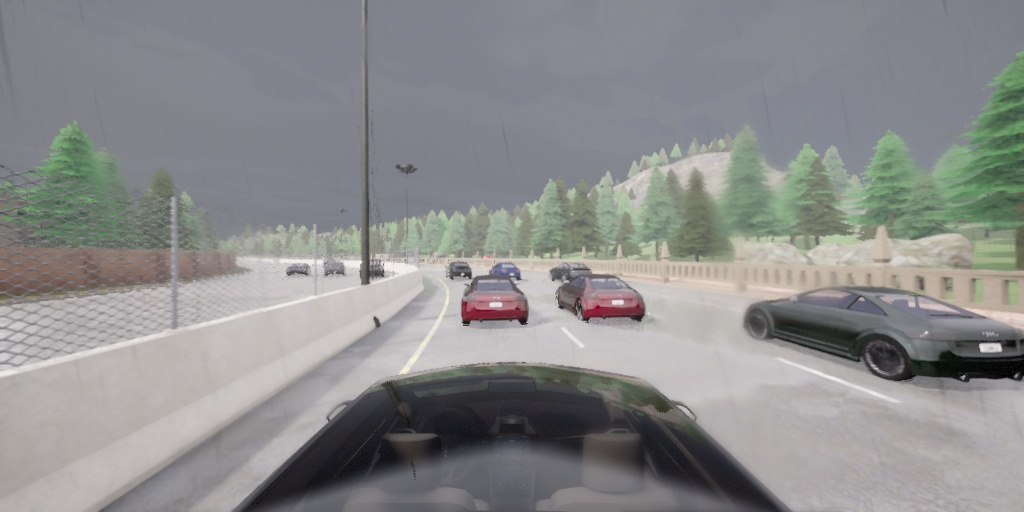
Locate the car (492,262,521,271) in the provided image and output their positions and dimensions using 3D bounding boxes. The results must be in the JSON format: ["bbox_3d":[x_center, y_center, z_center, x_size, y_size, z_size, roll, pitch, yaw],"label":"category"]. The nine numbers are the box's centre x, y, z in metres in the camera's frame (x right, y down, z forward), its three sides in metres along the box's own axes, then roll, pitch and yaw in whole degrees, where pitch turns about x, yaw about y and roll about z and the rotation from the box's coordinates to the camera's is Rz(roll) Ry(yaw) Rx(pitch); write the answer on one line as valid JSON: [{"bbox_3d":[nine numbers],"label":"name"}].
[{"bbox_3d":[-0.593,1.252,29.798,1.812,1.442,4.674,0,0,-15],"label":"car"}]

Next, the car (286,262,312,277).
[{"bbox_3d":[-21.847,1.352,36.936,2.033,1.411,5.357,0,0,-24],"label":"car"}]

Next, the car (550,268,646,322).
[{"bbox_3d":[2.814,1.293,12.233,1.994,1.385,4.181,0,0,-6],"label":"car"}]

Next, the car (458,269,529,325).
[{"bbox_3d":[-0.657,1.307,11.852,1.994,1.385,4.181,0,0,-6],"label":"car"}]

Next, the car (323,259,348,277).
[{"bbox_3d":[-17.941,1.296,36.561,1.837,1.490,4.892,0,-1,-23],"label":"car"}]

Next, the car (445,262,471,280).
[{"bbox_3d":[-4.736,1.246,31.471,1.837,1.490,4.892,0,0,-17],"label":"car"}]

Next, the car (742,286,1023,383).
[{"bbox_3d":[6.747,1.282,7.146,1.994,1.385,4.181,0,0,-3],"label":"car"}]

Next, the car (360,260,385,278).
[{"bbox_3d":[-13.135,1.125,33.866,2.097,1.767,4.553,0,0,-21],"label":"car"}]

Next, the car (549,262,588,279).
[{"bbox_3d":[4.103,1.203,25.623,2.128,1.511,4.902,0,0,-12],"label":"car"}]
